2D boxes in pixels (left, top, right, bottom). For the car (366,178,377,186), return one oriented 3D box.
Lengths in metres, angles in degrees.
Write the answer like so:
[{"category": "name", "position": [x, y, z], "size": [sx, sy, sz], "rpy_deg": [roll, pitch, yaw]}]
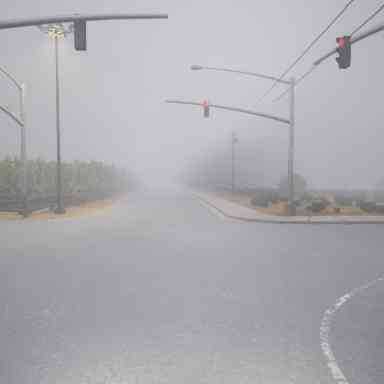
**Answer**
[{"category": "car", "position": [42.098, -2.341, 77.685], "size": [1.905, 1.878, 3.866], "rpy_deg": [10, 10, 41]}]
